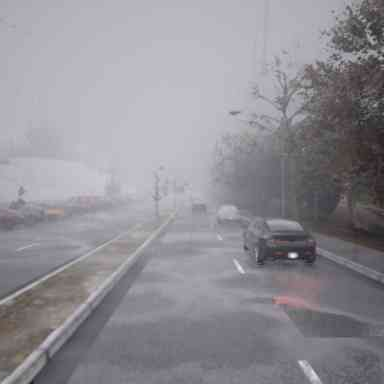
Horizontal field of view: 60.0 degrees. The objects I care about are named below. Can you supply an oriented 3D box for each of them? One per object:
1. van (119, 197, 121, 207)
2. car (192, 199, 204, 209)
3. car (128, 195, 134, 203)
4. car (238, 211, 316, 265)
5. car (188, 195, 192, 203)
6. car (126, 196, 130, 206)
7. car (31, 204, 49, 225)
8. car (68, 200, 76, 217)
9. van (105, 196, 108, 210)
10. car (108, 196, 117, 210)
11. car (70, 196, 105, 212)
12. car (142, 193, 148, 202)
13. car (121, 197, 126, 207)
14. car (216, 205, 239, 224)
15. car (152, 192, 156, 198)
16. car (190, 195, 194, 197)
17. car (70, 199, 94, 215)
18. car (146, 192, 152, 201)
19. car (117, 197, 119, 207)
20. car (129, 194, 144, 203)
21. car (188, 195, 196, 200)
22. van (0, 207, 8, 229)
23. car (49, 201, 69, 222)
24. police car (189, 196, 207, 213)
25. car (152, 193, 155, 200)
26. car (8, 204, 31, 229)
[{"bbox_3d":[-13.983,1.587,52.541,4.442,1.987,1.878,-1,0,-20],"label":"van"},{"bbox_3d":[0.884,1.843,52.608,1.812,1.442,4.674,0,0,0],"label":"car"},{"bbox_3d":[-13.844,1.827,61.567,4.792,1.488,2.163,-1,0,-20],"label":"car"},{"bbox_3d":[3.039,1.664,12.374,1.837,1.490,4.892,0,0,0],"label":"car"},{"bbox_3d":[-0.024,1.675,79.188,2.128,1.511,4.902,0,0,0],"label":"car"},{"bbox_3d":[-13.865,1.843,58.549,4.674,1.452,2.002,-1,0,-20],"label":"car"},{"bbox_3d":[-13.907,1.819,25.712,4.792,1.488,2.163,-1,0,-20],"label":"car"},{"bbox_3d":[-13.851,1.846,31.708,4.792,1.488,2.163,-1,-1,-20],"label":"car"},{"bbox_3d":[-13.770,1.598,43.680,4.442,1.987,1.878,-1,0,-20],"label":"van"},{"bbox_3d":[-13.852,1.569,46.633,5.566,2.045,2.435,-1,0,-20],"label":"car"},{"bbox_3d":[-13.905,1.578,40.636,5.566,2.045,2.435,-1,0,-20],"label":"car"},{"bbox_3d":[-14.035,1.767,79.497,5.366,1.575,1.946,-1,0,-20],"label":"car"},{"bbox_3d":[-13.843,1.681,55.576,4.553,1.767,2.185,-1,0,-20],"label":"car"},{"bbox_3d":[3.039,1.831,27.978,1.812,1.442,4.674,0,0,0],"label":"car"},{"bbox_3d":[-13.887,1.420,94.568,5.566,2.045,2.435,-1,1,-20],"label":"car"},{"bbox_3d":[0.870,1.848,58.604,1.812,1.442,4.674,-1,1,0],"label":"car"},{"bbox_3d":[-13.873,1.868,37.665,4.674,1.452,2.002,-1,0,-20],"label":"car"},{"bbox_3d":[-13.839,1.494,85.588,5.566,2.045,2.435,-1,0,-20],"label":"car"},{"bbox_3d":[-13.867,1.817,49.602,4.892,1.521,2.231,-1,0,-20],"label":"car"},{"bbox_3d":[-13.840,1.809,73.573,4.792,1.488,2.163,-1,0,-20],"label":"car"},{"bbox_3d":[-0.029,1.597,94.187,2.033,1.411,5.357,0,1,0],"label":"car"},{"bbox_3d":[-13.777,1.512,19.809,4.442,1.987,1.878,-1,-1,-20],"label":"van"},{"bbox_3d":[-13.707,1.799,28.781,5.366,1.575,1.946,-1,-1,-20],"label":"car"},{"bbox_3d":[0.886,1.757,42.716,1.930,1.638,5.238,0,0,0],"label":"police car"},{"bbox_3d":[-13.688,1.694,91.643,5.366,1.575,1.946,-1,0,-20],"label":"car"},{"bbox_3d":[-13.876,1.804,22.739,4.674,1.452,2.002,-1,0,-20],"label":"car"}]
